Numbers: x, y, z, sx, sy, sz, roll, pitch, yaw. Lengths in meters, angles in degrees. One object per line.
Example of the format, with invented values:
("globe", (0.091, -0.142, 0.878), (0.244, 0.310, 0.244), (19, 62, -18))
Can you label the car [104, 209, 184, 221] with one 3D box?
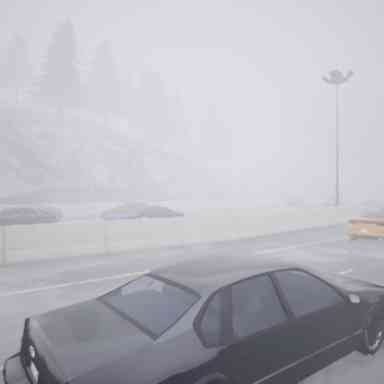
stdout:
("car", (-2.737, 1.525, 19.667), (5.008, 1.535, 1.882), (0, 0, -39))

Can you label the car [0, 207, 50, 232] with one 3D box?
("car", (-10.063, 1.555, 18.438), (4.892, 1.490, 1.837), (0, 0, -37))

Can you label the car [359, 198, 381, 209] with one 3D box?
("car", (26.024, 1.656, 48.494), (1.994, 1.385, 4.181), (0, 0, 41))

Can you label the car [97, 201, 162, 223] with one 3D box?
("car", (-4.950, 1.570, 26.898), (4.892, 1.490, 1.837), (0, 0, -40))

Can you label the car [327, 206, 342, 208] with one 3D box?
("car", (19.827, 1.445, 46.633), (2.097, 1.767, 4.553), (0, 0, 41))

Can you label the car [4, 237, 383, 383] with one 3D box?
("car", (0.674, 1.558, 4.327), (5.357, 1.411, 2.033), (0, 0, -37))

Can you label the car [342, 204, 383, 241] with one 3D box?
("car", (9.185, 1.507, 15.688), (5.008, 1.535, 1.882), (0, 0, -40))

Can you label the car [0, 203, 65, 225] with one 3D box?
("car", (-12.189, 1.632, 25.591), (4.181, 1.385, 1.994), (0, 0, -38))
